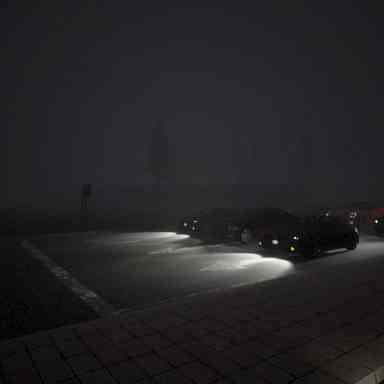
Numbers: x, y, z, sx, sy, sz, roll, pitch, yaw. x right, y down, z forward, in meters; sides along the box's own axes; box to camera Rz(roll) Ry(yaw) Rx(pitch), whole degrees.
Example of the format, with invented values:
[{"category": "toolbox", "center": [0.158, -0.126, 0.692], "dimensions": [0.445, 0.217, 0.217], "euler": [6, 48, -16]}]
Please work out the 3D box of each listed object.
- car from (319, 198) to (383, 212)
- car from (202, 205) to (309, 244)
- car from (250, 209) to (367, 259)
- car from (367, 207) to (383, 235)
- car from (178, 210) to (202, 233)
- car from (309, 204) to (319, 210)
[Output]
[{"category": "car", "center": [10.533, 1.352, 21.241], "dimensions": [4.553, 1.767, 2.097], "euler": [0, 0, -35]}, {"category": "car", "center": [3.147, 1.478, 16.034], "dimensions": [5.008, 1.535, 1.882], "euler": [0, 0, -35]}, {"category": "car", "center": [4.520, 1.564, 12.721], "dimensions": [4.181, 1.385, 1.994], "euler": [0, 0, -35]}, {"category": "car", "center": [11.673, 1.601, 17.768], "dimensions": [4.718, 1.301, 1.895], "euler": [0, 0, -35]}, {"category": "car", "center": [1.266, 1.564, 18.989], "dimensions": [4.181, 1.385, 1.994], "euler": [0, 0, -35]}, {"category": "car", "center": [9.198, 1.564, 24.567], "dimensions": [4.181, 1.385, 1.994], "euler": [0, 0, -36]}]
